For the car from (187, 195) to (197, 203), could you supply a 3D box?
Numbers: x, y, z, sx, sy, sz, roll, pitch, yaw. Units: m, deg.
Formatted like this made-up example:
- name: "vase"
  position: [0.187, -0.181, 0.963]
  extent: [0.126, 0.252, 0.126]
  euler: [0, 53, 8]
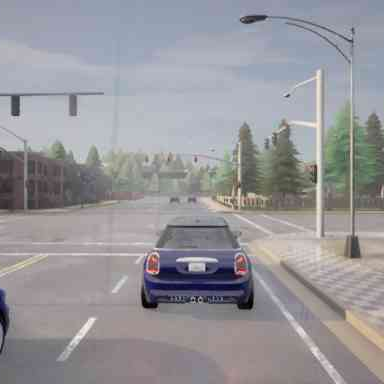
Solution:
- name: "car"
  position: [0.005, 1.484, 68.306]
  extent: [1.837, 1.490, 4.892]
  euler: [0, 0, 0]

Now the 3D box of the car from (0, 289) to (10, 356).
- name: "car"
  position: [-3.442, 1.477, 2.563]
  extent: [1.882, 1.535, 5.008]
  euler: [0, 0, 0]

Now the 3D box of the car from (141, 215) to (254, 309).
- name: "car"
  position: [0.155, 1.349, 8.018]
  extent: [2.097, 1.767, 4.553]
  euler: [0, 0, 2]

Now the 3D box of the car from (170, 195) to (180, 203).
- name: "car"
  position: [-3.495, 1.484, 68.307]
  extent: [1.837, 1.490, 4.892]
  euler: [0, 0, 0]
